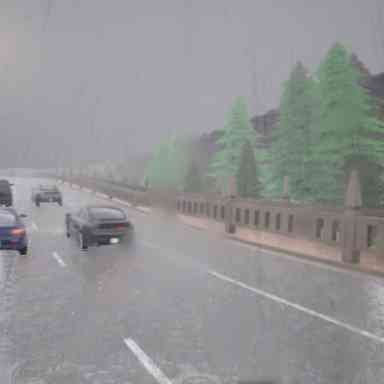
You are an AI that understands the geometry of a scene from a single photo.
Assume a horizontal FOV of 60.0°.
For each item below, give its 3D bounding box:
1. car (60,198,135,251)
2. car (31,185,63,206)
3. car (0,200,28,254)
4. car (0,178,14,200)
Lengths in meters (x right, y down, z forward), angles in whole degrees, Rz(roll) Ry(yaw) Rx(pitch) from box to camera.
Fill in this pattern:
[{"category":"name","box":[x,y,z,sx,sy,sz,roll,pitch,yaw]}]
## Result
[{"category":"car","box":[-3.813,1.271,13.341,1.837,1.490,4.892,1,3,-30]},{"category":"car","box":[-11.382,0.181,26.037,2.128,1.511,4.902,1,4,-30]},{"category":"car","box":[-6.836,1.238,11.575,1.812,1.442,4.674,1,2,-30]},{"category":"car","box":[-13.625,-0.014,22.942,2.150,2.045,5.566,1,5,-30]}]
